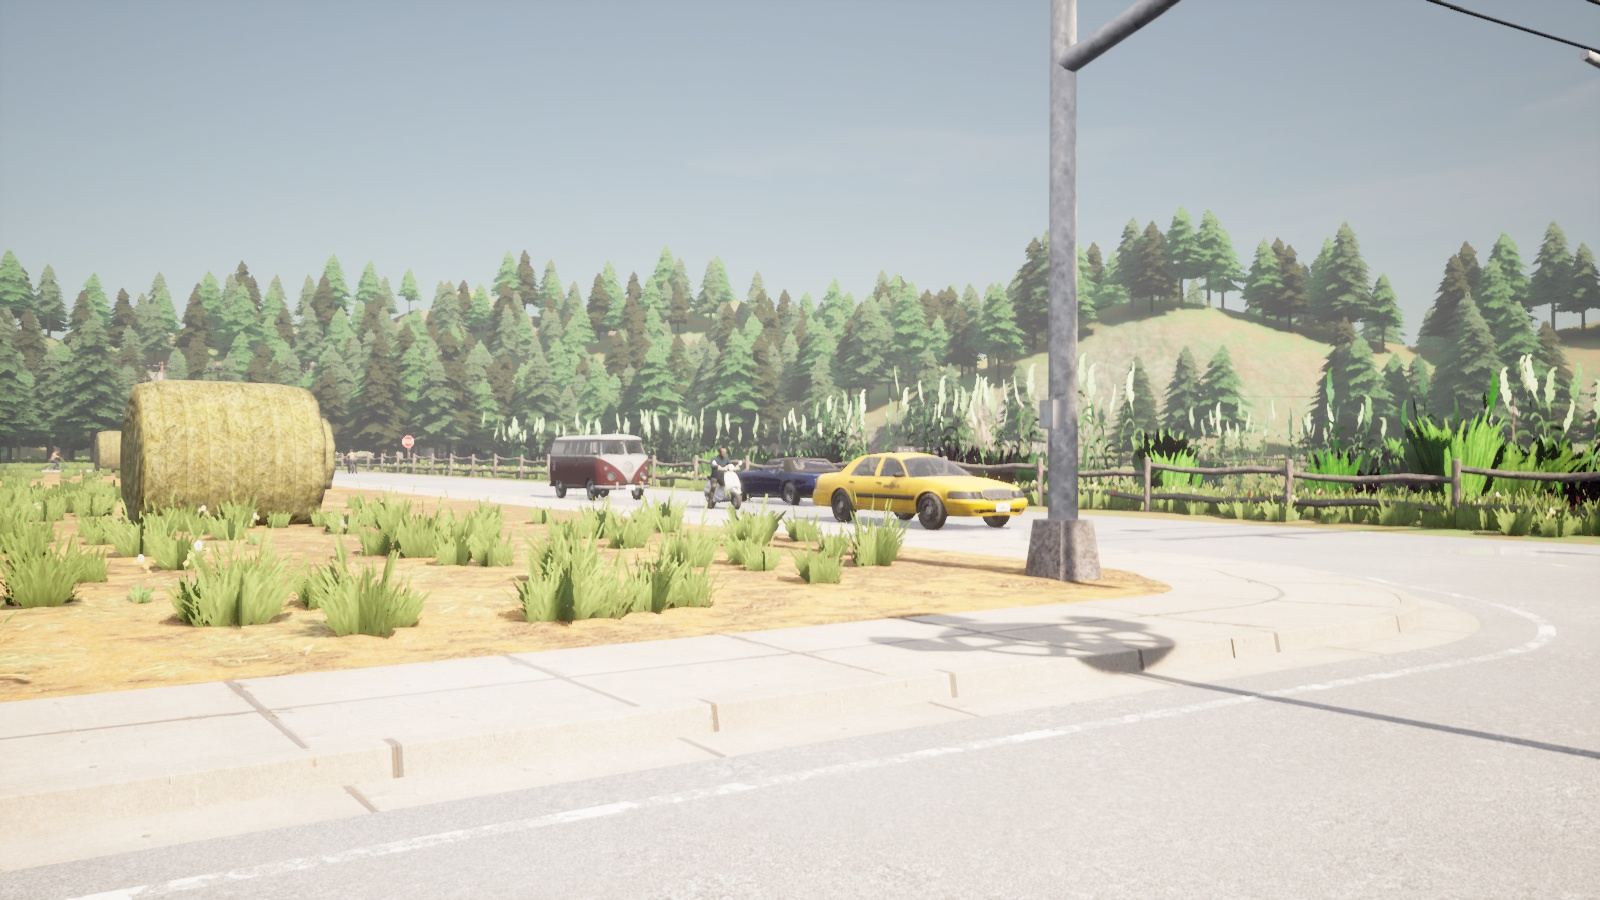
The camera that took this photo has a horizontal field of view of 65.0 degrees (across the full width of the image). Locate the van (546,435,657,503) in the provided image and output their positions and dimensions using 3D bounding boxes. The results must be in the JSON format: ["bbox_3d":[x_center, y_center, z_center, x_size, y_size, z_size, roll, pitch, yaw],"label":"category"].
[{"bbox_3d":[-6.202,0.553,38.757,1.775,1.987,4.442,0,0,-32],"label":"van"}]

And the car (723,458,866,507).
[{"bbox_3d":[-0.243,0.878,35.862,1.895,1.301,4.718,0,0,-32],"label":"car"}]

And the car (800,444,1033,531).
[{"bbox_3d":[2.192,0.690,25.414,1.801,1.575,5.366,0,0,-32],"label":"car"}]

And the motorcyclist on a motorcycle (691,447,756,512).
[{"bbox_3d":[-1.966,0.729,32.029,0.866,1.590,1.817,0,0,-32],"label":"motorcyclist on a motorcycle"}]
